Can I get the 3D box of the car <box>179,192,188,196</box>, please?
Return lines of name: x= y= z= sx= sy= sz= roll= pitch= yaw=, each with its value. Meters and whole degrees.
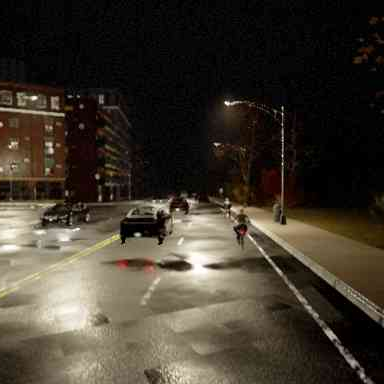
car: x=-2.273 y=0.928 z=92.389 sx=2.150 sy=2.045 sz=5.566 roll=0 pitch=0 yaw=-3

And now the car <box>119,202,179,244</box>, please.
car: x=-2.010 y=1.450 z=15.581 sx=2.128 sy=1.511 sz=4.902 roll=0 pitch=0 yaw=3

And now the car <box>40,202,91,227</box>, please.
car: x=-8.355 y=1.447 z=22.373 sx=1.837 sy=1.490 sz=4.892 roll=0 pitch=0 yaw=3

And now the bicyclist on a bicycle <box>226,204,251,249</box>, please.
bicyclist on a bicycle: x=1.948 y=1.401 z=13.256 sx=0.866 sy=1.612 sz=1.509 roll=0 pitch=0 yaw=3

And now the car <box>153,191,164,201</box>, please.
car: x=-8.116 y=1.241 z=78.657 sx=1.882 sy=1.535 sz=5.008 roll=0 pitch=0 yaw=-2

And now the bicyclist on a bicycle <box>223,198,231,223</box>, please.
bicyclist on a bicycle: x=2.376 y=1.308 z=22.508 sx=0.659 sy=1.776 sz=1.843 roll=0 pitch=0 yaw=3

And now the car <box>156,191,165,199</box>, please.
car: x=-8.932 y=0.803 z=94.854 sx=2.150 sy=2.045 sz=5.566 roll=0 pitch=0 yaw=-3

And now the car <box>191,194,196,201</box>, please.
car: x=1.603 y=1.107 z=79.628 sx=2.097 sy=1.767 sz=4.553 roll=0 pitch=0 yaw=-3

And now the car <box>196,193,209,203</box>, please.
car: x=2.144 y=1.291 z=62.116 sx=1.882 sy=1.535 sz=5.008 roll=0 pitch=0 yaw=-1

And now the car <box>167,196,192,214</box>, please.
car: x=-1.279 y=1.409 z=33.853 sx=1.837 sy=1.490 sz=4.892 roll=0 pitch=0 yaw=2

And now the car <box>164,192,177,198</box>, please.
car: x=-4.871 y=0.985 z=78.836 sx=2.150 sy=2.045 sz=5.566 roll=0 pitch=0 yaw=-2
